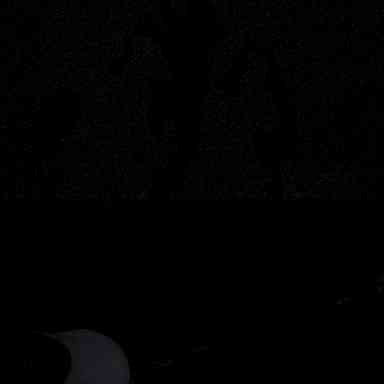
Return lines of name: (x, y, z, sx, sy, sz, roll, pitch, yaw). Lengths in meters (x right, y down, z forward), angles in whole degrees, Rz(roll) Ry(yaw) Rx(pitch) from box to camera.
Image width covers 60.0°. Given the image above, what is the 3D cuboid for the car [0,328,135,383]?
car: (-2.400, 1.526, 1.345, 4.674, 1.442, 1.812, 0, 0, -36)
